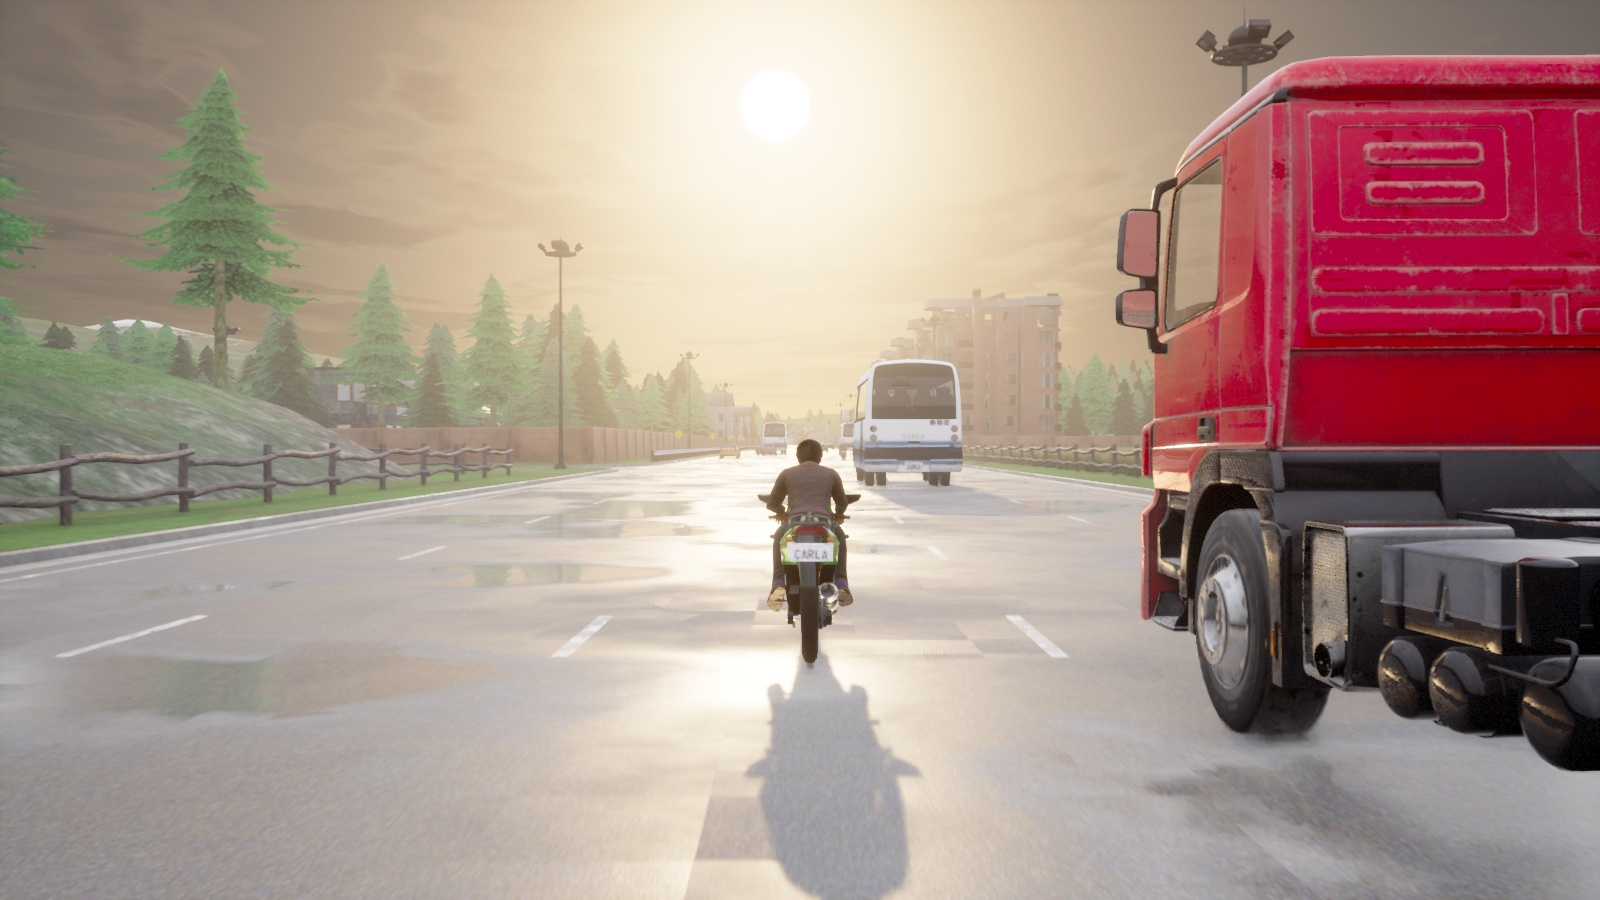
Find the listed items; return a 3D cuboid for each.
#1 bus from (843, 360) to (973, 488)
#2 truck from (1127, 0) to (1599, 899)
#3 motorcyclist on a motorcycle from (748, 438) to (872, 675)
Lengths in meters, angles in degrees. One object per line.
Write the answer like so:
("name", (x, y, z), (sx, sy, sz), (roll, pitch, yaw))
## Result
("bus", (3.742, -0.889, 46.641), (3.944, 4.253, 10.273), (0, 0, 0))
("truck", (3.540, -0.256, 4.132), (2.891, 3.462, 7.936), (0, 0, 0))
("motorcyclist on a motorcycle", (0.067, 0.678, 9.096), (0.797, 1.523, 2.044), (0, 0, 0))
